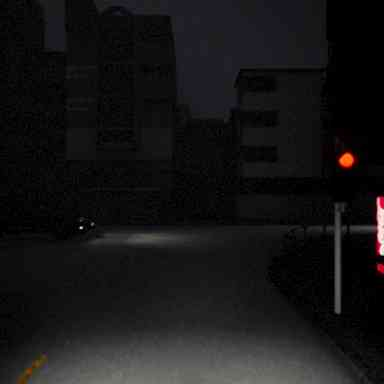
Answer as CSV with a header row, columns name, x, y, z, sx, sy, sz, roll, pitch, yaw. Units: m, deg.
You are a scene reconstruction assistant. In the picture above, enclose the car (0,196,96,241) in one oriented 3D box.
name,x,y,z,sx,sy,sz,roll,pitch,yaw
car,-7.643,1.220,16.280,5.566,2.045,2.150,0,0,0
